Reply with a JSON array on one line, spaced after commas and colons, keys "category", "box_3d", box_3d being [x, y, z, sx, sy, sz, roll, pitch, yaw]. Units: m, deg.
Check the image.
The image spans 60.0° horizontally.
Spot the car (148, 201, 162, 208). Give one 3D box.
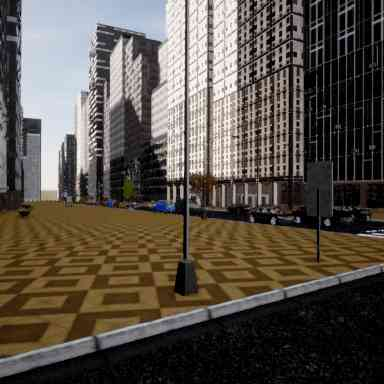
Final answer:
[{"category": "car", "box_3d": [-8.366, 2.809, 75.147, 1.802, 1.307, 4.206, -1, -1, -26]}]

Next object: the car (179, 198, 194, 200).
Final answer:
[{"category": "car", "box_3d": [-1.352, 2.032, 54.676, 2.150, 2.045, 5.566, 0, -1, -25]}]

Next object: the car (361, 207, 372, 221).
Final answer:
[{"category": "car", "box_3d": [13.638, 1.854, 29.562, 2.008, 1.369, 4.403, -1, -1, -26]}]

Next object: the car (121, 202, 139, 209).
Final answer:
[{"category": "car", "box_3d": [-11.024, 2.525, 61.374, 2.008, 1.369, 4.403, -1, -1, -26]}]

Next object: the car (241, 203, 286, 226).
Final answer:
[{"category": "car", "box_3d": [6.092, 1.814, 25.919, 2.008, 1.369, 4.403, -1, -1, -26]}]

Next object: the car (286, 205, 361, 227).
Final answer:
[{"category": "car", "box_3d": [9.567, 1.731, 24.682, 1.837, 1.490, 4.892, 0, 0, -25]}]

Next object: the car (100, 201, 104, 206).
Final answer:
[{"category": "car", "box_3d": [-23.248, 3.053, 86.698, 1.887, 1.381, 4.507, -1, -1, -26]}]

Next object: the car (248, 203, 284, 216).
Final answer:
[{"category": "car", "box_3d": [8.748, 2.068, 39.692, 1.947, 1.339, 4.313, -1, -1, -26]}]

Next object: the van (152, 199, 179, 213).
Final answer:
[{"category": "van", "box_3d": [-3.693, 2.005, 46.183, 1.690, 1.788, 3.998, -1, -1, -26]}]

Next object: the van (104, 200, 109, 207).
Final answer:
[{"category": "van", "box_3d": [-18.362, 2.635, 76.571, 1.690, 1.788, 3.998, -1, -1, -26]}]

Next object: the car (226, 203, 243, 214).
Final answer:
[{"category": "car", "box_3d": [6.303, 2.168, 44.757, 1.947, 1.339, 4.313, -1, -1, -26]}]

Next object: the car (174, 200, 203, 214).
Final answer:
[{"category": "car", "box_3d": [-0.133, 2.174, 44.819, 2.033, 1.411, 5.357, 0, -1, -26]}]

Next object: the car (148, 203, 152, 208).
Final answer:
[{"category": "car", "box_3d": [-7.476, 2.675, 67.362, 1.895, 1.301, 4.718, 0, -1, -26]}]

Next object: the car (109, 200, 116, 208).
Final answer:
[{"category": "car", "box_3d": [-15.914, 2.731, 71.505, 1.887, 1.381, 4.507, -1, -1, -26]}]

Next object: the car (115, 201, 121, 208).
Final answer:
[{"category": "car", "box_3d": [-13.396, 2.602, 66.287, 1.752, 1.417, 4.829, -1, -1, -26]}]
